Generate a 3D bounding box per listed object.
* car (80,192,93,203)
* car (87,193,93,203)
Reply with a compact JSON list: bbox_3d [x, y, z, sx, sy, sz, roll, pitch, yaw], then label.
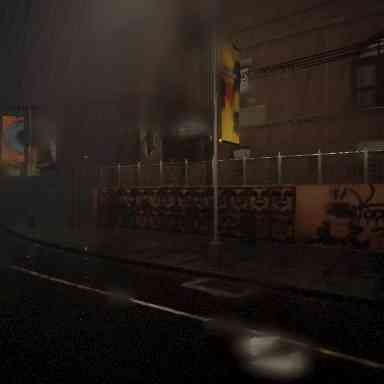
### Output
[{"bbox_3d":[-20.692,1.114,68.221,2.150,2.045,5.566,0,0,35],"label":"car"},{"bbox_3d":[-17.753,1.504,66.318,1.837,1.490,4.892,0,1,36],"label":"car"}]
